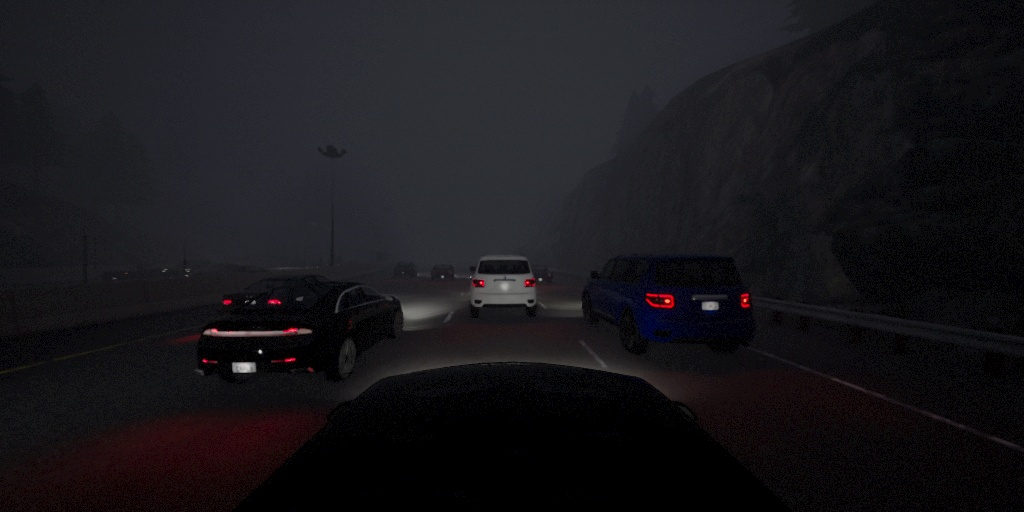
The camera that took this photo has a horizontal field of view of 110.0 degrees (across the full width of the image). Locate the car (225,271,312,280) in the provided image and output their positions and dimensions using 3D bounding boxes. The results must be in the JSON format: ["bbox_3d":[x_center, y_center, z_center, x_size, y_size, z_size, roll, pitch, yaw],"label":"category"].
[{"bbox_3d":[-7.311,1.313,12.268,2.033,1.411,5.357,0,0,-4],"label":"car"}]

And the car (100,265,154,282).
[{"bbox_3d":[-30.719,1.416,29.538,1.895,1.301,4.718,0,0,-10],"label":"car"}]

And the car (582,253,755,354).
[{"bbox_3d":[3.354,0.966,8.943,2.150,2.045,5.566,0,0,-2],"label":"car"}]

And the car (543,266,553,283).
[{"bbox_3d":[1.695,1.351,27.314,1.895,1.301,4.718,0,0,-8],"label":"car"}]

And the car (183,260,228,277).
[{"bbox_3d":[-23.548,1.278,29.040,1.882,1.535,5.008,0,0,-10],"label":"car"}]

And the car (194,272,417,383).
[{"bbox_3d":[-3.599,1.249,7.132,2.128,1.511,4.902,0,0,-2],"label":"car"}]

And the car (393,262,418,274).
[{"bbox_3d":[-9.992,1.266,33.808,2.128,1.511,4.902,0,0,-10],"label":"car"}]

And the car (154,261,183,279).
[{"bbox_3d":[-27.394,1.161,30.698,2.097,1.767,4.553,0,0,-11],"label":"car"}]

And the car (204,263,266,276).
[{"bbox_3d":[-19.518,1.393,26.058,1.895,1.301,4.718,0,0,-9],"label":"car"}]

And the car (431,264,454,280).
[{"bbox_3d":[-5.906,1.367,30.869,1.895,1.301,4.718,0,0,-9],"label":"car"}]

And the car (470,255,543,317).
[{"bbox_3d":[-0.397,0.975,13.447,2.150,2.045,5.566,0,0,-4],"label":"car"}]
